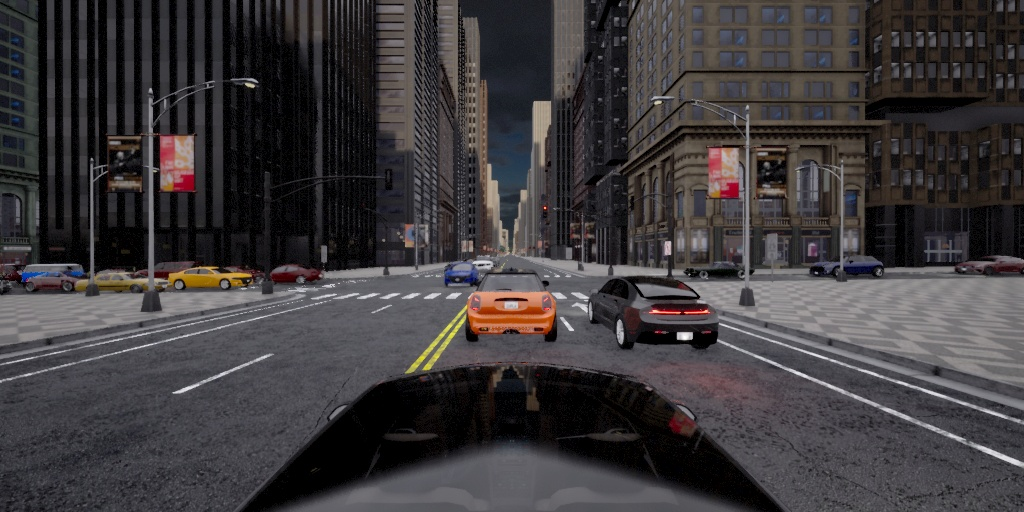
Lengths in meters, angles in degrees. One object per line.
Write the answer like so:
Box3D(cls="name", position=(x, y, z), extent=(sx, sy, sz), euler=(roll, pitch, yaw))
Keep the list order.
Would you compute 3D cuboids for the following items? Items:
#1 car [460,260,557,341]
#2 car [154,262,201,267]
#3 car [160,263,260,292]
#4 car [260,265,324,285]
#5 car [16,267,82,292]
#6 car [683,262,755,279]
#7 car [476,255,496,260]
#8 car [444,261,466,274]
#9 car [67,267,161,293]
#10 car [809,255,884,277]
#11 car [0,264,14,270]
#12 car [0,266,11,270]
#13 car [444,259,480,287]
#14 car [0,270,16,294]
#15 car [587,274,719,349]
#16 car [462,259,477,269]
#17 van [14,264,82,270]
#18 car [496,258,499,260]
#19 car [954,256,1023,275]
Box3D(cls="car", position=(-0.008, 1.101, 10.003), extent=(2.097, 1.767, 4.553), euler=(0, 0, 0))
Box3D(cls="car", position=(-29.133, 1.418, 30.715), extent=(5.009, 1.841, 2.192), euler=(0, 0, 0))
Box3D(cls="car", position=(-20.785, 1.491, 24.843), extent=(5.008, 1.535, 1.882), euler=(-1, 0, 0))
Box3D(cls="car", position=(-17.402, 1.436, 27.920), extent=(5.008, 1.535, 1.882), euler=(-1, 1, -2))
Box3D(cls="car", position=(-30.784, 1.714, 24.854), extent=(4.181, 1.385, 1.994), euler=(-1, 0, 1))
Box3D(cls="car", position=(16.088, 1.102, 28.086), extent=(4.718, 1.301, 1.895), euler=(-1, 0, 0))
Box3D(cls="car", position=(-3.456, 0.951, 43.405), extent=(2.150, 2.045, 5.566), euler=(0, 1, 0))
Box3D(cls="car", position=(-6.704, 1.298, 42.554), extent=(1.994, 1.385, 4.181), euler=(0, 0, 0))
Box3D(cls="car", position=(-23.883, 1.595, 22.183), extent=(4.829, 1.417, 1.751), euler=(0, 0, 0))
Box3D(cls="car", position=(26.102, 0.719, 28.097), extent=(4.553, 1.767, 2.097), euler=(-1, 0, 0))
Box3D(cls="car", position=(-44.394, 1.625, 30.727), extent=(5.009, 1.841, 2.192), euler=(0, 0, 0))
Box3D(cls="car", position=(-43.146, 1.811, 28.036), extent=(4.892, 1.490, 1.837), euler=(0, 0, 0))
Box3D(cls="car", position=(-3.417, 1.214, 24.825), extent=(1.882, 1.535, 5.008), euler=(0, 0, 0))
Box3D(cls="car", position=(-33.825, 1.753, 22.180), extent=(4.403, 1.370, 2.007), euler=(0, 0, 0))
Box3D(cls="car", position=(3.234, 1.254, 9.143), extent=(1.837, 1.490, 4.892), euler=(0, 0, 0))
Box3D(cls="car", position=(-6.731, 1.227, 56.777), extent=(1.837, 1.490, 4.892), euler=(0, 0, 0))
Box3D(cls="van", position=(-39.307, 1.582, 30.723), extent=(3.998, 1.789, 1.690), euler=(0, 0, 0))
Box3D(cls="car", position=(-3.478, 1.282, 59.824), extent=(1.994, 1.385, 4.181), euler=(0, 0, 0))
Box3D(cls="car", position=(37.753, 0.737, 28.096), extent=(4.674, 1.442, 1.812), euler=(-1, 0, 0))
